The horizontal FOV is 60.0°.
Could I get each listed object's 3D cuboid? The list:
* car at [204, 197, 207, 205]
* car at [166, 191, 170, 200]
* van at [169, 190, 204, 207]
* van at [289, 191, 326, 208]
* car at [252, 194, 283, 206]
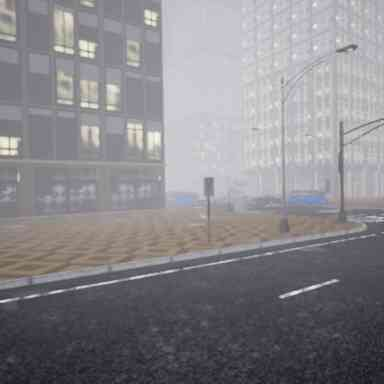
[{"bbox_3d":[0.174,0.949,44.070,1.882,1.535,5.008,-2,1,-34],"label":"car"},{"bbox_3d":[-3.087,0.582,59.198,2.192,1.841,5.009,-1,1,-34],"label":"car"},{"bbox_3d":[-0.712,0.883,40.741,1.690,1.788,3.998,-1,1,-34],"label":"van"},{"bbox_3d":[12.528,0.749,36.328,1.690,1.788,3.998,-1,1,-34],"label":"van"},{"bbox_3d":[9.352,0.926,40.867,1.887,1.381,4.507,-1,1,-34],"label":"car"}]
